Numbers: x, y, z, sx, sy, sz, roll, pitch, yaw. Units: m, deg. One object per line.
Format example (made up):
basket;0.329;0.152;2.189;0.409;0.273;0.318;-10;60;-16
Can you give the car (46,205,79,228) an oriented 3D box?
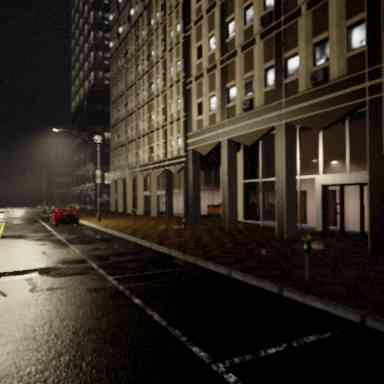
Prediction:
car;-9.959;1.956;25.965;1.887;1.381;4.507;0;-1;-28

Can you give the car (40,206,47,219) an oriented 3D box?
car;-15.320;2.137;35.909;2.008;1.369;4.403;0;-1;-28
